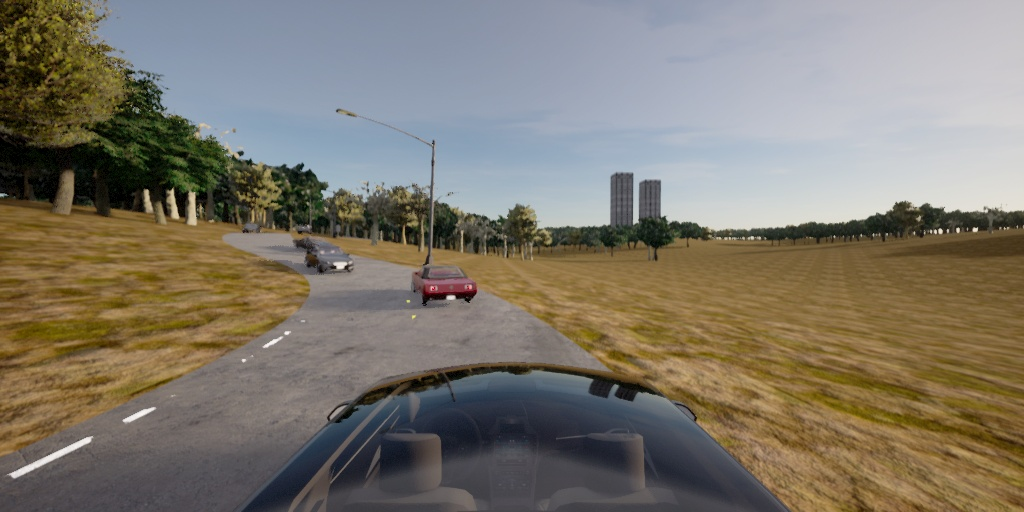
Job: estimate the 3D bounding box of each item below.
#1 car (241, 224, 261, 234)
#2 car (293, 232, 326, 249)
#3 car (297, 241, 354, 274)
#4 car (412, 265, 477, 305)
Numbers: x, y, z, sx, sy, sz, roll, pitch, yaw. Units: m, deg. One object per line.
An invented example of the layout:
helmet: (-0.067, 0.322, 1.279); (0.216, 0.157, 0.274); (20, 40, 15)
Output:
car: (-38.083, -4.004, 52.448); (1.837, 1.490, 4.892); (-1, 5, -28)
car: (-18.339, -1.161, 32.891); (4.718, 1.301, 1.895); (9, 6, 41)
car: (-11.314, 0.141, 22.104); (2.128, 1.511, 4.902); (-1, 6, -41)
car: (-2.899, 1.015, 14.354); (1.895, 1.301, 4.718); (0, 3, -21)
